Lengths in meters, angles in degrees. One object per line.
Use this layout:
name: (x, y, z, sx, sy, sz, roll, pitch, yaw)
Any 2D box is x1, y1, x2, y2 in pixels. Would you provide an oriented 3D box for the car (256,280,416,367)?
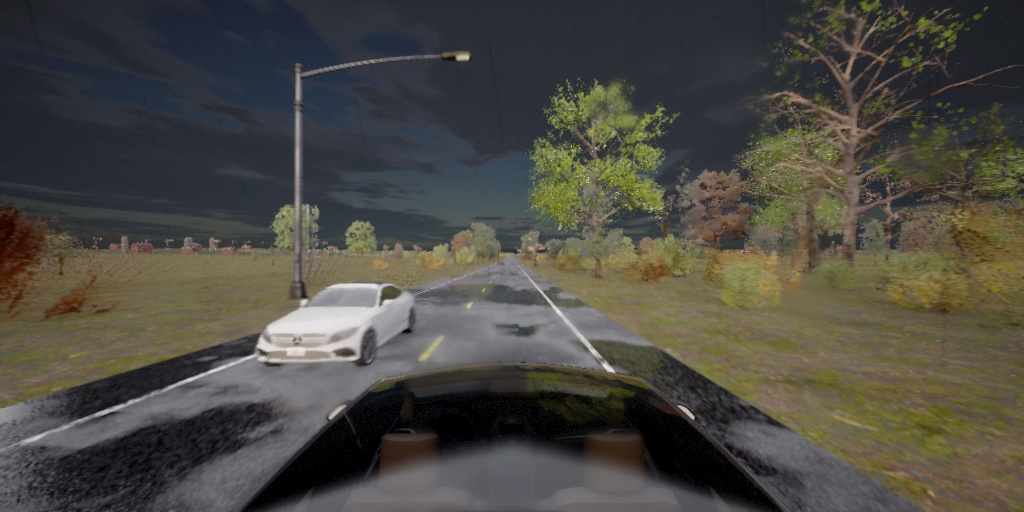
car: (-3.504, 1.316, 8.152, 1.812, 1.442, 4.674, 0, 0, 0)
